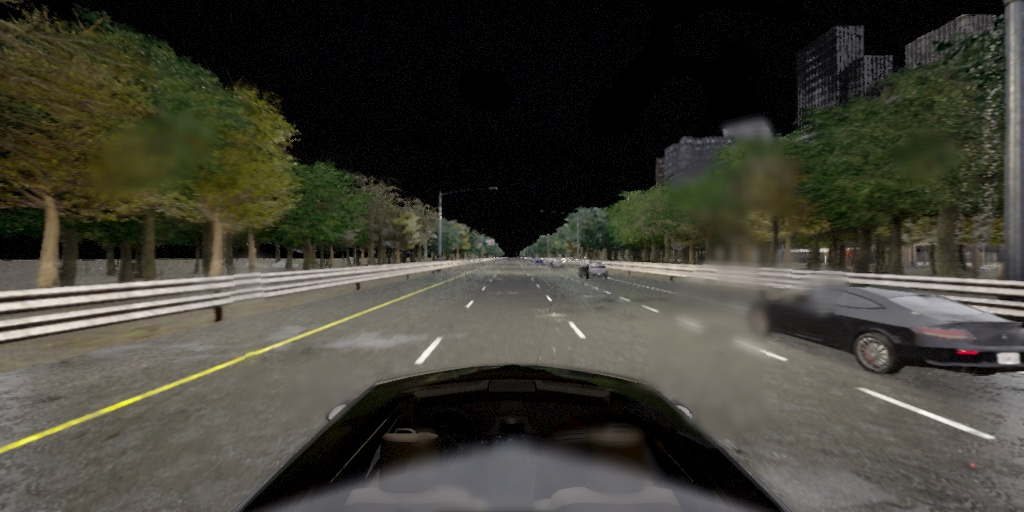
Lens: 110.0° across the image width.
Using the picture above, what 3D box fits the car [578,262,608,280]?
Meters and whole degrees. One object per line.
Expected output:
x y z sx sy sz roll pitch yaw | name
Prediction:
7.005 1.263 31.290 2.128 1.511 4.902 0 0 0 | car

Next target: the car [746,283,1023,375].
6.999 1.278 7.356 1.812 1.442 4.674 0 0 0 | car

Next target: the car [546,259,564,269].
7.075 1.302 57.265 2.128 1.511 4.902 0 0 0 | car
